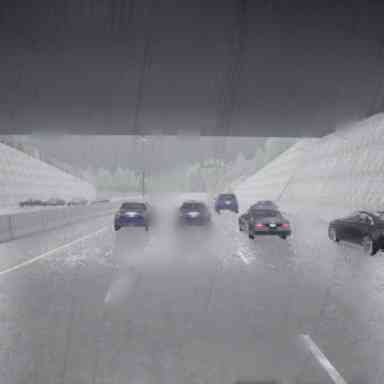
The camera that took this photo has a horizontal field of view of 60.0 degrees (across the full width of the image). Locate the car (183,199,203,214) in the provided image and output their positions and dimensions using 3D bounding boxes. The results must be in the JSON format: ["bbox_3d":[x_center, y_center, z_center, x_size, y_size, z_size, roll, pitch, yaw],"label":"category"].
[{"bbox_3d":[0.093,1.551,36.207,1.994,1.385,4.181,0,0,0],"label":"car"}]

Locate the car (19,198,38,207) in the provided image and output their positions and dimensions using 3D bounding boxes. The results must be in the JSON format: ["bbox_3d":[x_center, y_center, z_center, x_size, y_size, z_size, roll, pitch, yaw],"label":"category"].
[{"bbox_3d":[-24.519,1.647,50.978,1.895,1.301,4.718,0,0,0],"label":"car"}]

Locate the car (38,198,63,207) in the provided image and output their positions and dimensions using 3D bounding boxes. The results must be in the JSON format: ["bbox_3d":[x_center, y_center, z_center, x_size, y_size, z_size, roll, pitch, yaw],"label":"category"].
[{"bbox_3d":[-21.019,1.597,51.011,2.033,1.411,5.357,0,0,0],"label":"car"}]

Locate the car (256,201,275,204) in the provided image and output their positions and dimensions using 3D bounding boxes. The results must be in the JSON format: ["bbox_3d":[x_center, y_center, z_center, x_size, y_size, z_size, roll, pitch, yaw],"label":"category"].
[{"bbox_3d":[7.096,1.535,32.567,2.033,1.411,5.357,0,0,0],"label":"car"}]

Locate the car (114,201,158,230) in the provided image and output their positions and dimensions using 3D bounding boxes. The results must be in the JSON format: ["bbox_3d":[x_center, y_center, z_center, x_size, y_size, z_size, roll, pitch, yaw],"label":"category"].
[{"bbox_3d":[-3.402,1.347,21.011,2.097,1.767,4.553,0,0,1],"label":"car"}]

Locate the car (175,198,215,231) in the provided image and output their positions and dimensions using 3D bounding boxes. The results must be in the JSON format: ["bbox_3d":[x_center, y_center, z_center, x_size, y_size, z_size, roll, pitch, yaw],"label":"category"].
[{"bbox_3d":[0.102,1.346,20.806,2.097,1.767,4.553,0,0,0],"label":"car"}]

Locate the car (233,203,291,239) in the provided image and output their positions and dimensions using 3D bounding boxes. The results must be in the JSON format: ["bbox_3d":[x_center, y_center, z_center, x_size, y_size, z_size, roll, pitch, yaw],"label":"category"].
[{"bbox_3d":[3.605,1.541,17.336,2.033,1.411,5.357,0,0,0],"label":"car"}]

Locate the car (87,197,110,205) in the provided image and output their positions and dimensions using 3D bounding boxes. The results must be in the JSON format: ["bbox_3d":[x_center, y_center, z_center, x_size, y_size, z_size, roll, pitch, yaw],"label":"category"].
[{"bbox_3d":[-14.019,1.497,51.017,1.882,1.535,5.008,0,0,0],"label":"car"}]

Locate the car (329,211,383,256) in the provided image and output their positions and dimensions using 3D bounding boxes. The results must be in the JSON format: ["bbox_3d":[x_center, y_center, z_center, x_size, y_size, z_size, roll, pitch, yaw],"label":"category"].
[{"bbox_3d":[7.105,1.487,13.129,2.128,1.511,4.902,0,0,0],"label":"car"}]

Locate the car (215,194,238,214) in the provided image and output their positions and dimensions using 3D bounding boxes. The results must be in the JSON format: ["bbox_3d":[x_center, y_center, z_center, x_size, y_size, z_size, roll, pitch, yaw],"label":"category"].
[{"bbox_3d":[3.592,1.206,35.408,2.150,2.045,5.566,0,0,0],"label":"car"}]

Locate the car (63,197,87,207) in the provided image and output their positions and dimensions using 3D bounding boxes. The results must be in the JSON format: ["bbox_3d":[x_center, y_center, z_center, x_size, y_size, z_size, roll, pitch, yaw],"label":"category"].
[{"bbox_3d":[-17.519,1.505,51.014,1.882,1.535,5.008,0,0,0],"label":"car"}]
